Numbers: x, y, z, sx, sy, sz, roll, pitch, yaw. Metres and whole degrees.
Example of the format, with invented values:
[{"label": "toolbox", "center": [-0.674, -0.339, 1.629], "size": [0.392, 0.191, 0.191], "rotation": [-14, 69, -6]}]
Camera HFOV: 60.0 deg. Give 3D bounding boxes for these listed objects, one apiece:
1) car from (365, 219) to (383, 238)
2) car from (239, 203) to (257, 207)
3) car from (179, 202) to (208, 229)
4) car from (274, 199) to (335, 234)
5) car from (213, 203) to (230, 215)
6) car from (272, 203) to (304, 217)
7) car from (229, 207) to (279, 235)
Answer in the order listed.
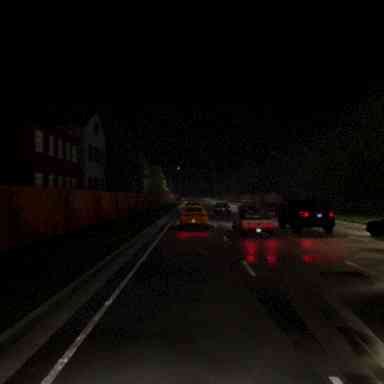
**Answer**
[{"label": "car", "center": [10.600, 1.719, 16.144], "size": [2.033, 1.411, 5.357], "rotation": [0, -1, 0]}, {"label": "car", "center": [7.065, 2.044, 41.893], "size": [1.895, 1.301, 4.718], "rotation": [0, -1, 0]}, {"label": "car", "center": [0.100, 1.730, 23.736], "size": [1.882, 1.535, 5.008], "rotation": [0, -1, 0]}, {"label": "car", "center": [7.100, 1.444, 21.186], "size": [2.150, 2.045, 5.566], "rotation": [0, -1, 0]}, {"label": "car", "center": [3.545, 1.967, 39.522], "size": [2.033, 1.411, 5.357], "rotation": [0, -1, 1]}, {"label": "car", "center": [10.522, 1.938, 36.820], "size": [2.033, 1.411, 5.357], "rotation": [0, -1, 0]}, {"label": "car", "center": [3.600, 1.815, 20.173], "size": [1.895, 1.301, 4.718], "rotation": [0, -1, 0]}]
